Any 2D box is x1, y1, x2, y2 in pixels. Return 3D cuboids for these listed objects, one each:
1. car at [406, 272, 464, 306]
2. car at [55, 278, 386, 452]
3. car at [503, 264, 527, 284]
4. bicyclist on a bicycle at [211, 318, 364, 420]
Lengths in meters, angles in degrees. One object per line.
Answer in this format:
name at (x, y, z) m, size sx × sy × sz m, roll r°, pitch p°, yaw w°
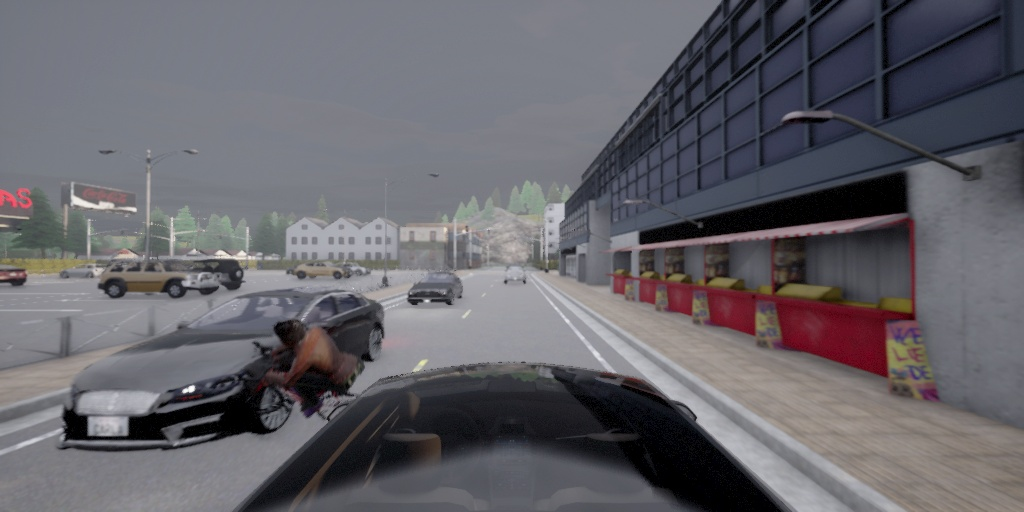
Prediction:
car at (-3.490, 1.500, 17.416) m, size 2.033 × 1.411 × 5.357 m, roll 0°, pitch -1°, yaw 0°
car at (-3.587, 1.291, 5.662) m, size 2.128 × 1.511 × 4.902 m, roll 0°, pitch -1°, yaw 1°
car at (0.281, 1.669, 32.040) m, size 1.812 × 1.442 × 4.674 m, roll 0°, pitch -1°, yaw 1°
bicyclist on a bicycle at (-2.063, 1.224, 3.551) m, size 1.656 × 1.620 × 0.582 m, roll 16°, pitch 35°, yaw -17°
